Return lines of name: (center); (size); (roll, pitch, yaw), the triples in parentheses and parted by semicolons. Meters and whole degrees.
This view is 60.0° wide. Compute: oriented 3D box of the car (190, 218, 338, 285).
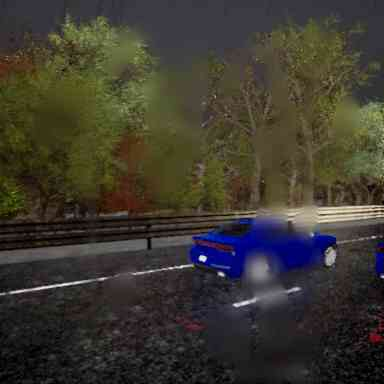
car: (2.274, 1.512, 9.708); (5.008, 1.535, 1.882); (0, 0, -36)

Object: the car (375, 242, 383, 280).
car: (6.683, 1.525, 8.576); (5.008, 1.535, 1.882); (0, 0, -36)
